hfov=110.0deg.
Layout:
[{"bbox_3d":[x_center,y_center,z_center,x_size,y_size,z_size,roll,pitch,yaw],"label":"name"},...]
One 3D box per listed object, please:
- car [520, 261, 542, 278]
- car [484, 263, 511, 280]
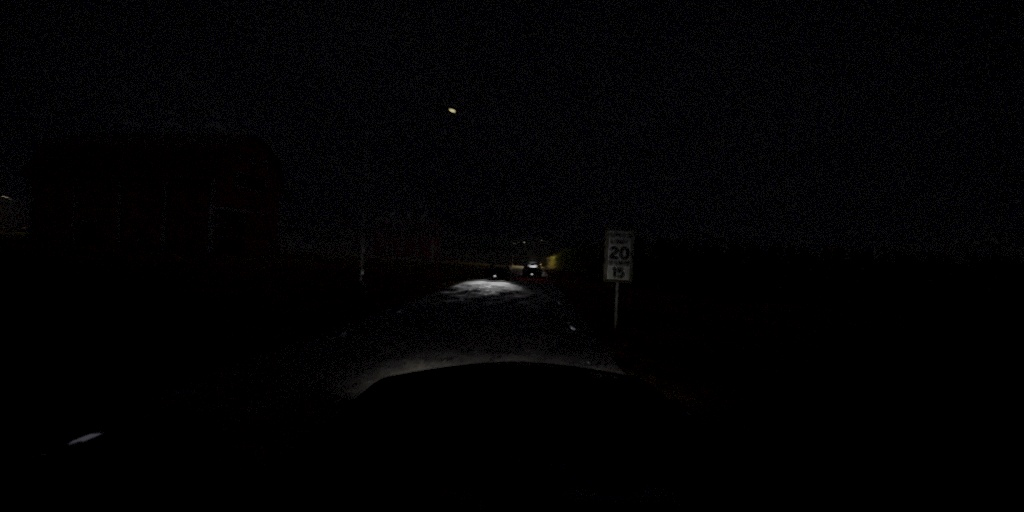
[{"bbox_3d":[2.068,1.462,36.323,1.895,1.301,4.718,3,0,4],"label":"car"},{"bbox_3d":[-1.189,1.280,30.377,1.895,1.301,4.718,3,0,4],"label":"car"}]
